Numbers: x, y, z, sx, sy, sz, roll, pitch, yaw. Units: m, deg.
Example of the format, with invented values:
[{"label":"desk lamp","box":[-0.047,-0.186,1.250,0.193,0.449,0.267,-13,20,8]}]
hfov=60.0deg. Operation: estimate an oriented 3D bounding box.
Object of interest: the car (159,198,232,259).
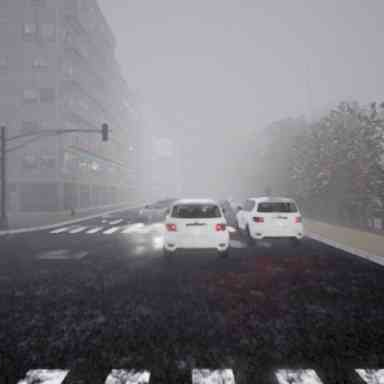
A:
[{"label":"car","box":[0.154,1.269,13.015,2.150,2.045,5.566,0,0,0]}]

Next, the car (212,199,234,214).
[{"label":"car","box":[3.530,1.620,38.354,2.033,1.411,5.357,0,0,0]}]

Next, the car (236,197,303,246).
[{"label":"car","box":[3.423,1.250,15.587,2.150,2.045,5.566,0,0,0]}]

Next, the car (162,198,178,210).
[{"label":"car","box":[-3.032,1.607,46.977,1.837,1.490,4.892,0,0,0]}]

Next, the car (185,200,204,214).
[{"label":"car","box":[0.278,1.624,38.055,2.033,1.411,5.357,0,0,0]}]

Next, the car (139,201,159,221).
[{"label":"car","box":[-3.207,1.659,27.763,1.895,1.301,4.718,0,0,0]}]

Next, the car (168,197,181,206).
[{"label":"car","box":[-2.985,1.676,57.302,2.033,1.411,5.357,0,0,0]}]
